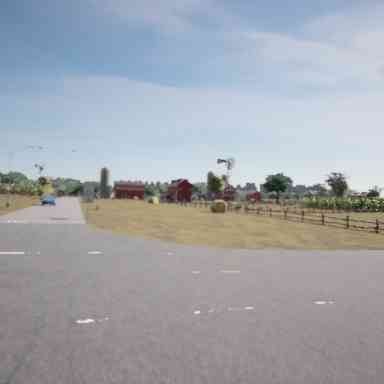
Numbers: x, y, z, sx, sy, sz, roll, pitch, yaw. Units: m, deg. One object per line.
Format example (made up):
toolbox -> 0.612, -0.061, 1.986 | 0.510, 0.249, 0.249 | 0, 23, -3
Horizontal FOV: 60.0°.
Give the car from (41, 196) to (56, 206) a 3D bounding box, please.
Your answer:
car -> -21.770, 1.286, 50.698 | 1.882, 1.535, 5.008 | 2, -1, -19
